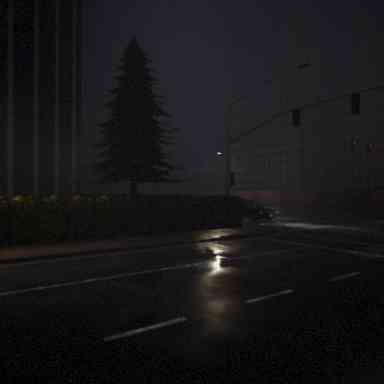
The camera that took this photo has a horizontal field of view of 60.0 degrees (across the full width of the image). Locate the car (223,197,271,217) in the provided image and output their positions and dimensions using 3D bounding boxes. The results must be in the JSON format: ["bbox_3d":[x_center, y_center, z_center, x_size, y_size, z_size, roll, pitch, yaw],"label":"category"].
[{"bbox_3d":[5.288,1.419,32.568,2.097,1.767,4.553,0,0,-35],"label":"car"}]

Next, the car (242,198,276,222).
[{"bbox_3d":[4.658,1.548,27.376,2.128,1.511,4.902,0,0,-35],"label":"car"}]
